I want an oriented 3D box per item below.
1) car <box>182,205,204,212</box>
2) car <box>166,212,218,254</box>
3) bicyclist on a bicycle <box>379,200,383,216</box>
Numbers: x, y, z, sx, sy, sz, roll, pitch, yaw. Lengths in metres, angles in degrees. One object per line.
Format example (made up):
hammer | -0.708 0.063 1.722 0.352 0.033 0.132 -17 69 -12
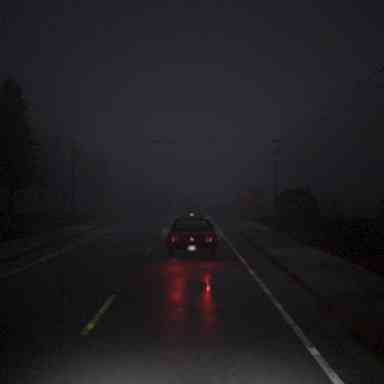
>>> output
car | 0.080 1.837 29.261 1.994 1.385 4.181 0 0 3
car | 0.004 1.733 14.105 1.895 1.301 4.718 0 0 0
bicyclist on a bicycle | 18.406 1.562 31.882 0.582 1.620 1.656 0 -1 3
